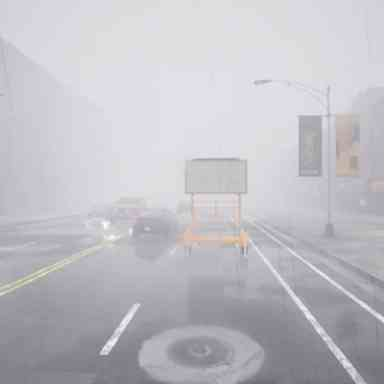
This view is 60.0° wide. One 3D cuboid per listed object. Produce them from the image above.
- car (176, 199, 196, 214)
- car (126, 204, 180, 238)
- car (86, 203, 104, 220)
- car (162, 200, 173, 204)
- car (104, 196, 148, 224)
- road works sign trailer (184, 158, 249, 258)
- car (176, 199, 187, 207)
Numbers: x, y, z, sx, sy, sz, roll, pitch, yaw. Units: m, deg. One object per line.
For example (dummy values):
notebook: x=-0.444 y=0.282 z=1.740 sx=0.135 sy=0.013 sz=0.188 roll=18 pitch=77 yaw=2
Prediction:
car: x=-0.671 y=1.767 z=37.682 sx=1.837 sy=1.490 sz=4.892 roll=0 pitch=-1 yaw=3
car: x=-1.917 y=1.575 z=17.909 sx=1.812 sy=1.442 sz=4.674 roll=0 pitch=0 yaw=4
car: x=-7.880 y=1.679 z=29.962 sx=1.812 sy=1.442 sz=4.674 roll=0 pitch=-1 yaw=4
car: x=-5.232 y=2.407 z=70.324 sx=1.895 sy=1.301 sz=4.718 roll=0 pitch=-1 yaw=4
car: x=-4.844 y=1.339 z=26.305 sx=2.150 sy=2.045 sz=5.566 roll=0 pitch=-1 yaw=4
road works sign trailer: x=0.928 y=0.488 z=12.939 sx=2.380 sy=3.560 sz=2.880 roll=0 pitch=0 yaw=4
car: x=-2.119 y=2.271 z=68.141 sx=1.837 sy=1.490 sz=4.892 roll=0 pitch=-1 yaw=4
